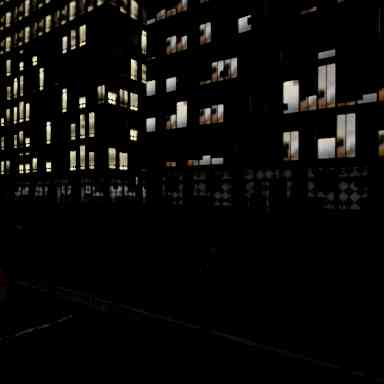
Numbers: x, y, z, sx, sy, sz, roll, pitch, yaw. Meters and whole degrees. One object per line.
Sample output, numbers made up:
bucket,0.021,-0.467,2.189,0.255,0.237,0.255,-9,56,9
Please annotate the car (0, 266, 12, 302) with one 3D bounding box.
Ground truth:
car,-5.554,1.526,6.846,4.829,1.417,1.752,0,0,36
